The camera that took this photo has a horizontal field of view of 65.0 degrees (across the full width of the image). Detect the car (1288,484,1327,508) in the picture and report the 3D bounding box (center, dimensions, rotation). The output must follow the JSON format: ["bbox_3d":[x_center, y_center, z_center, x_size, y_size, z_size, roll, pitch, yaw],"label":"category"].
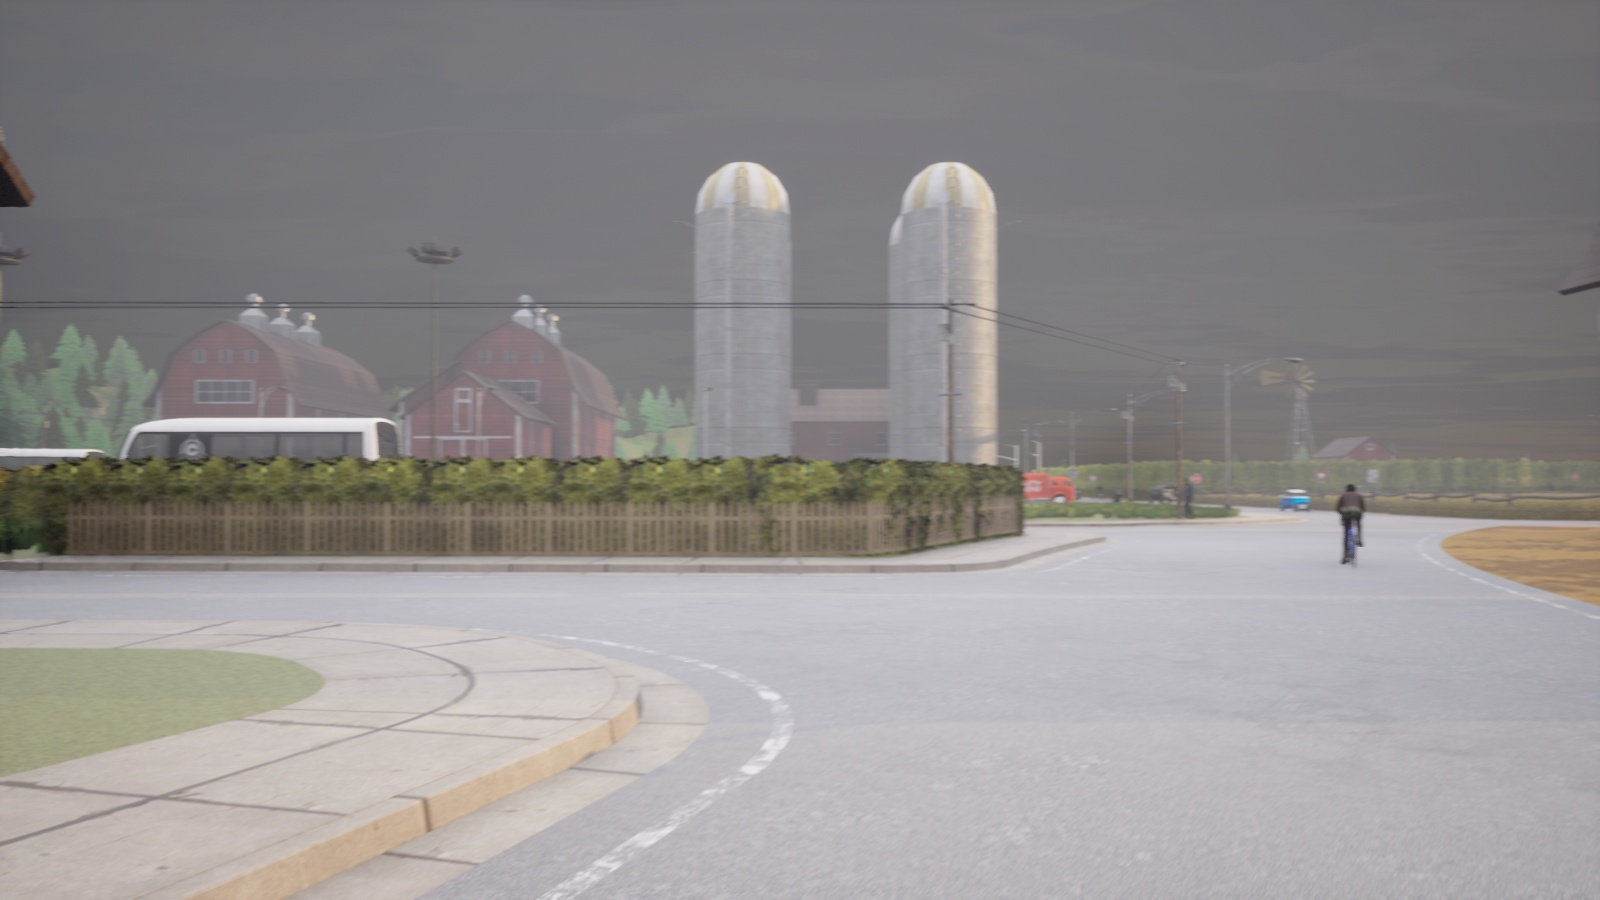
[{"bbox_3d":[31.313,2.831,77.555,1.481,1.376,2.207,0,-1,1],"label":"car"}]

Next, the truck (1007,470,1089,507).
[{"bbox_3d":[17.356,2.679,88.074,5.204,2.467,2.627,-1,-1,0],"label":"truck"}]

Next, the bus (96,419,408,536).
[{"bbox_3d":[-20.820,1.057,48.281,10.273,4.253,3.944,0,-1,1],"label":"bus"}]

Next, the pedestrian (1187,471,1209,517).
[{"bbox_3d":[17.249,1.905,54.425,0.788,1.949,0.423,0,-2,-13],"label":"pedestrian"}]

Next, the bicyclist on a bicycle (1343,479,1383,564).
[{"bbox_3d":[11.053,1.388,24.673,0.582,1.620,1.656,-1,-2,20],"label":"bicyclist on a bicycle"}]
